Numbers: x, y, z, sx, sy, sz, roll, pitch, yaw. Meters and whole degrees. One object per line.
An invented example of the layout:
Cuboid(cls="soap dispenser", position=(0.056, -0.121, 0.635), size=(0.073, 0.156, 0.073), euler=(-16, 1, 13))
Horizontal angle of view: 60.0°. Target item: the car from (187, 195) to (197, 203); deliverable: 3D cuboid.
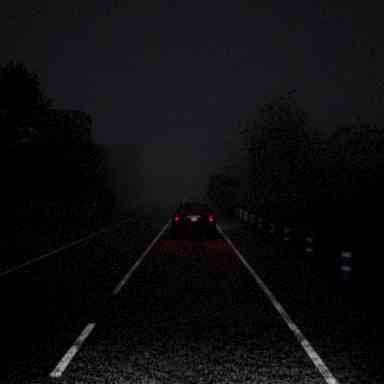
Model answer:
Cuboid(cls="car", position=(-0.047, 1.483, 75.163), size=(2.097, 1.767, 4.553), euler=(0, 0, 0))

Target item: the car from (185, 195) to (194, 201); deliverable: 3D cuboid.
Cuboid(cls="car", position=(-0.619, 1.575, 90.781), size=(1.895, 1.301, 4.718), euler=(0, 1, -7))

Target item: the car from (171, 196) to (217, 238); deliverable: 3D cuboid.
Cuboid(cls="car", position=(0.094, 1.269, 17.154), size=(2.097, 1.767, 4.553), euler=(0, 0, 0))
